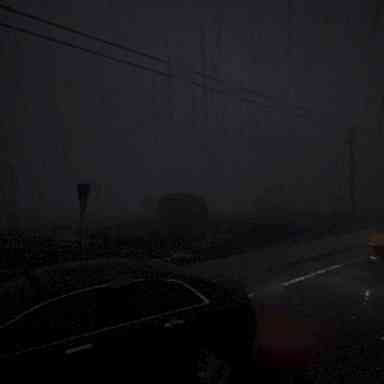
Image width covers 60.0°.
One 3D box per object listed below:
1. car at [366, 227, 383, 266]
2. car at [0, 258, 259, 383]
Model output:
[{"bbox_3d":[7.588,1.596,11.237,5.008,1.535,1.882,1,-2,-43],"label":"car"},{"bbox_3d":[-1.431,1.621,3.718,4.892,1.490,1.837,0,-1,-33],"label":"car"}]
